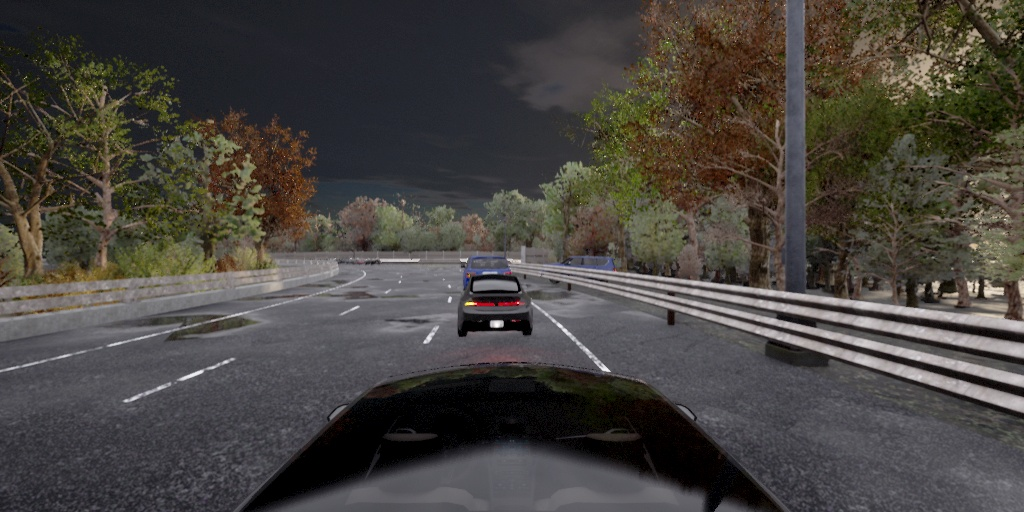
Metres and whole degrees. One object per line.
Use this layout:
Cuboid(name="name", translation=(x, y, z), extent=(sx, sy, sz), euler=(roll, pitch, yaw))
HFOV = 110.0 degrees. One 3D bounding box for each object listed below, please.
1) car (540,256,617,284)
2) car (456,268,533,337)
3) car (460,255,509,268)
Cuboid(name="car", translation=(4.824, 0.992, 26.153), extent=(5.566, 2.045, 2.150), euler=(3, 1, 1))
Cuboid(name="car", translation=(-0.552, 1.261, 10.362), extent=(1.837, 1.490, 4.892), euler=(0, 0, -5))
Cuboid(name="car", translation=(-1.328, 0.982, 17.839), extent=(2.150, 2.045, 5.566), euler=(0, 0, -9))
